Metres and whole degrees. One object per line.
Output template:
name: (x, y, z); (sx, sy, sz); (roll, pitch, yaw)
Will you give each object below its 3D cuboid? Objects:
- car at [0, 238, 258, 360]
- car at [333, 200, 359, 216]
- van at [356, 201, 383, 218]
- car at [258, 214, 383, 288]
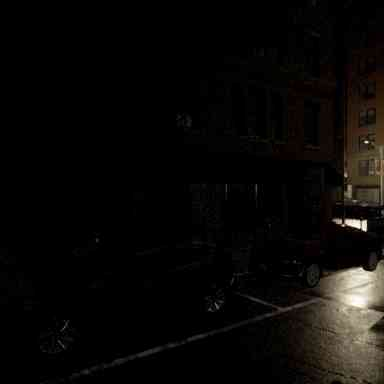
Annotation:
car: (-1.099, 1.566, 5.967); (4.313, 1.339, 1.947); (0, 0, -35)
car: (12.679, 1.583, 26.778); (1.895, 1.301, 4.718); (0, 0, -36)
van: (8.145, 1.338, 12.500); (3.998, 1.788, 1.690); (0, 0, -35)
car: (3.522, 1.544, 9.234); (4.507, 1.381, 1.887); (0, 0, -35)
